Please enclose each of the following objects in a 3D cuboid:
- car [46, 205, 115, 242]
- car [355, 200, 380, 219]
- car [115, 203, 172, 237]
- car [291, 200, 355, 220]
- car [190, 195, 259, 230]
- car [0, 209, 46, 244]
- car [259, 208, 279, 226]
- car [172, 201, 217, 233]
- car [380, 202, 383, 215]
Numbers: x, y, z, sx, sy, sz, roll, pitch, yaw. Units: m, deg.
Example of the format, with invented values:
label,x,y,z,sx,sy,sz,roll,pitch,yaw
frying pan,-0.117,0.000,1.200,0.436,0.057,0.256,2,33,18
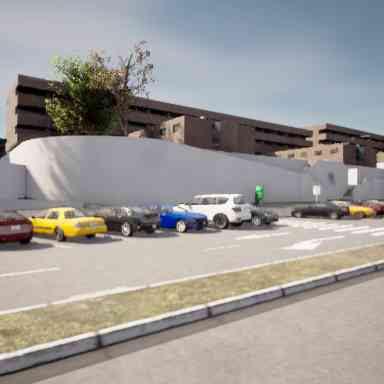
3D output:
label,x,y,z,sx,sy,sz,roll,pitch,yaw
car,-6.413,1.435,15.967,5.366,1.575,1.946,-1,-1,35
car,13.325,1.511,29.603,5.366,1.575,1.946,-1,-1,35
car,-3.827,1.440,17.589,4.892,1.521,2.231,-1,-1,35
car,10.744,1.539,27.971,4.674,1.452,2.002,-1,-1,35
car,0.999,1.198,21.070,5.566,2.045,2.435,-1,-1,35
car,-8.714,1.464,14.147,4.792,1.488,2.163,-1,-1,35
car,3.454,1.460,22.795,4.892,1.521,2.231,-1,-1,34
car,-1.402,1.443,19.331,5.008,1.535,2.097,-1,-1,35
car,15.575,1.568,31.450,4.792,1.488,2.163,-1,-1,35
